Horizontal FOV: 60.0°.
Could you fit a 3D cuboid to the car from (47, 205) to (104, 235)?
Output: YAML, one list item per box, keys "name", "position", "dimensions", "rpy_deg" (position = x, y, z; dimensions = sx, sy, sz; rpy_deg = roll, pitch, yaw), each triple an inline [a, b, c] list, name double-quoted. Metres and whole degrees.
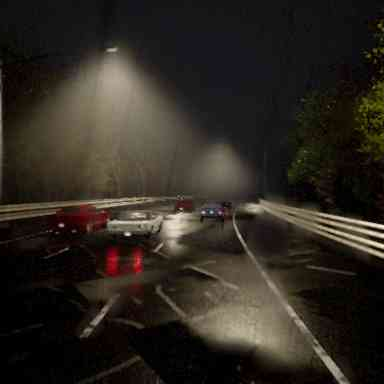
- name: "car"
  position: [-6.083, 1.440, 18.434]
  dimensions: [1.882, 1.535, 5.008]
  rpy_deg: [0, 0, 4]

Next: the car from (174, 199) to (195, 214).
- name: "car"
  position: [-0.703, 1.481, 35.086]
  dimensions: [1.812, 1.442, 4.674]
  rpy_deg: [0, 0, 8]

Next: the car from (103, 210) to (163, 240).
- name: "car"
  position: [-2.696, 1.575, 17.003]
  dimensions: [1.895, 1.301, 4.718]
  rpy_deg: [0, 0, 4]

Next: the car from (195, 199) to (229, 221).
- name: "car"
  position: [1.707, 1.525, 26.609]
  dimensions: [2.033, 1.411, 5.357]
  rpy_deg: [0, 0, 6]

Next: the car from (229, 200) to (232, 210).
- name: "car"
  position: [4.122, 1.571, 42.857]
  dimensions: [1.895, 1.301, 4.718]
  rpy_deg: [0, 0, 10]
